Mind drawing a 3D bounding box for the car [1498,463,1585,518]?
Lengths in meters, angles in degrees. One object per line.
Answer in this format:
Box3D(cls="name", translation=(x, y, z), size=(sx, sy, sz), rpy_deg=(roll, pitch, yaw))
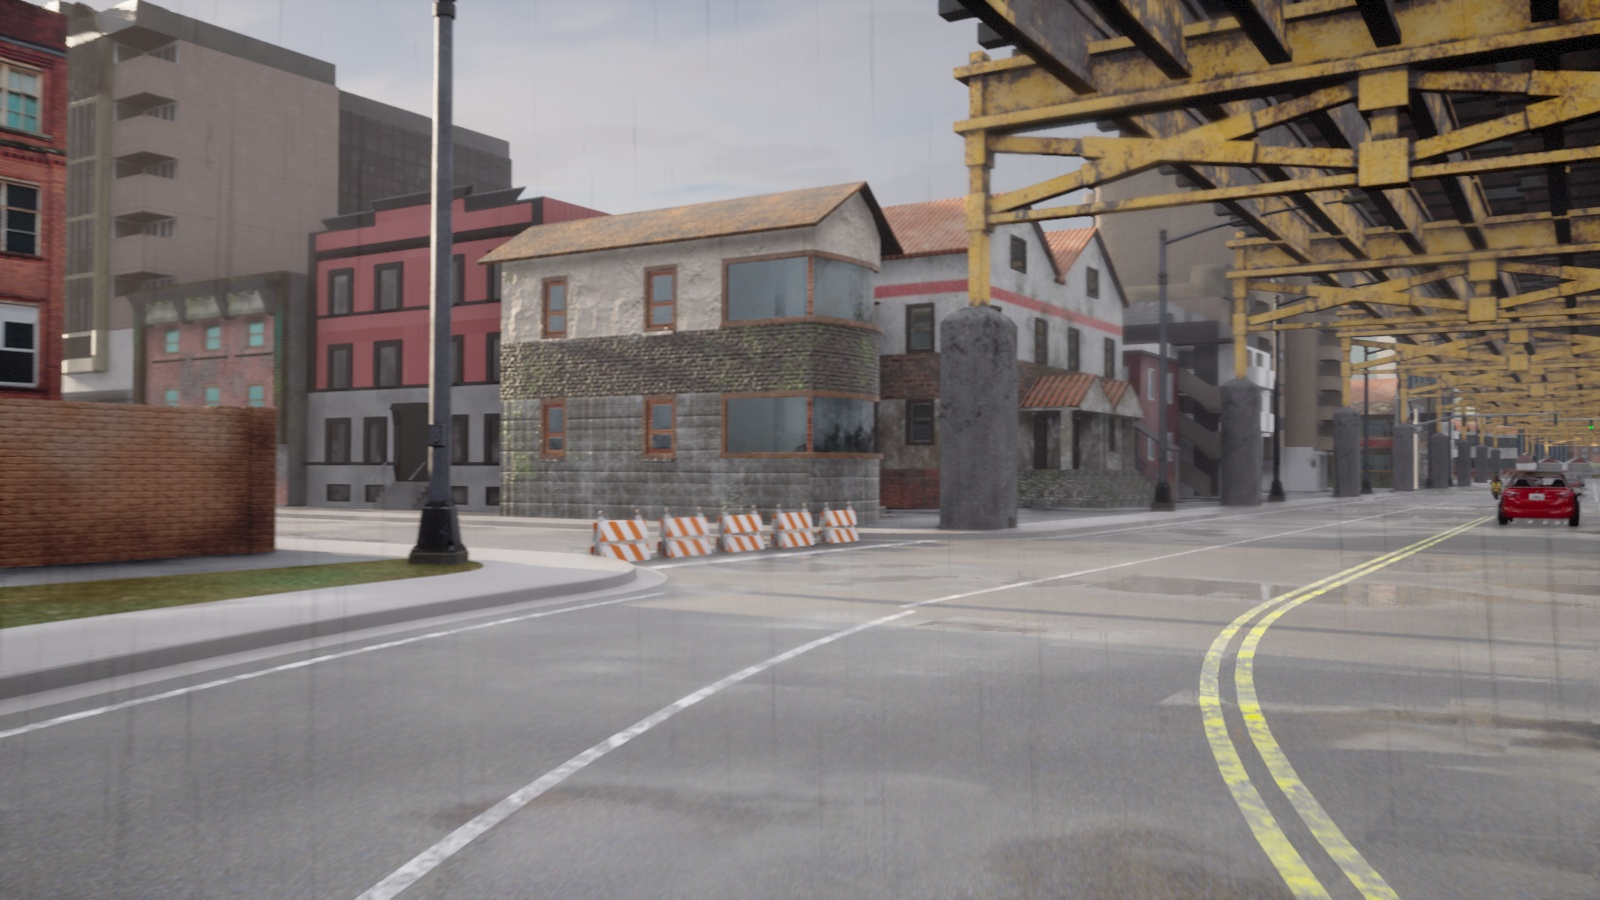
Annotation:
Box3D(cls="car", translation=(23.917, 1.268, 40.436), size=(2.242, 1.667, 4.611), rpy_deg=(-1, -1, 32))
